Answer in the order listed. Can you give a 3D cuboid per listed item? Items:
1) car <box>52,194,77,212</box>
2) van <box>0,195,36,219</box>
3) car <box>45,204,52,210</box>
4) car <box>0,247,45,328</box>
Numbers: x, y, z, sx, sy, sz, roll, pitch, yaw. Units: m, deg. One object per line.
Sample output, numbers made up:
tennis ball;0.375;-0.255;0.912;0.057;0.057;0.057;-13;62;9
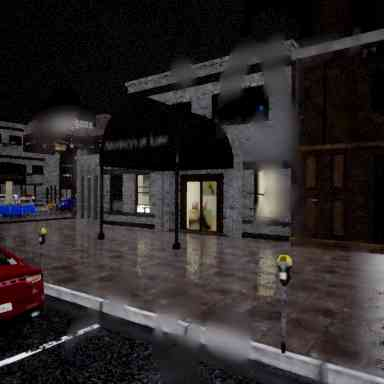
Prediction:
car;-13.906;1.284;41.228;2.150;2.045;5.566;0;0;36
van;-15.623;1.413;28.713;1.690;1.788;3.998;0;0;35
car;-16.227;1.569;42.442;1.752;1.417;4.829;0;0;35
car;-4.531;1.544;6.099;4.507;1.381;1.887;0;0;35
